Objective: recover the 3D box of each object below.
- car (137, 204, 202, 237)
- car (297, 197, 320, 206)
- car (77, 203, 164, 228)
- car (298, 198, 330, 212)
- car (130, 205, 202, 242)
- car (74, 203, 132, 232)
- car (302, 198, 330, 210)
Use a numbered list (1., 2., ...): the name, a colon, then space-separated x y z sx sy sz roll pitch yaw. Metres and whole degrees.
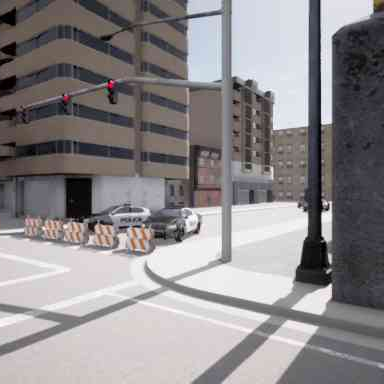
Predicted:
1. car: -0.936 1.292 16.603 1.853 1.218 4.536 0 0 16
2. car: 16.564 1.291 47.289 1.853 1.218 4.536 0 0 36
3. car: -4.097 1.291 19.264 4.536 1.218 1.853 0 0 -29
4. car: 14.326 1.450 38.329 2.038 1.542 4.974 0 0 36
5. car: -0.949 1.450 16.553 2.038 1.542 4.974 0 0 16
6. car: -4.142 1.449 19.238 4.974 1.542 2.038 0 0 -29
7. car: 14.356 1.292 38.371 1.853 1.218 4.536 0 0 36
